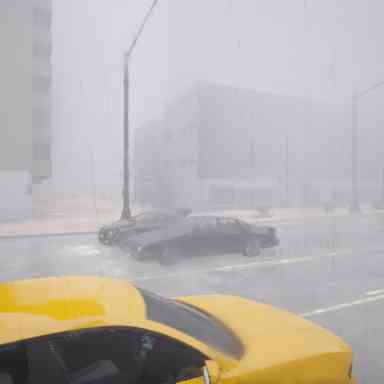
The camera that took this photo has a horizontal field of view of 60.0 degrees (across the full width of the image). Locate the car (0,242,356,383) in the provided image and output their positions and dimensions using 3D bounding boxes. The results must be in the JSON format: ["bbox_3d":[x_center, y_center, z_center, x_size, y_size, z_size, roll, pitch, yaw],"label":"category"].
[{"bbox_3d":[-0.896,1.478,2.639,5.008,1.535,1.882,0,0,-26],"label":"car"}]

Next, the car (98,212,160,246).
[{"bbox_3d":[-1.794,1.546,14.136,4.181,1.385,1.994,0,0,-26],"label":"car"}]

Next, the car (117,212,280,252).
[{"bbox_3d":[0.450,1.525,11.341,5.357,1.411,2.033,0,0,-26],"label":"car"}]
